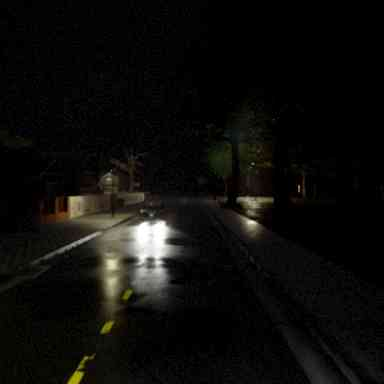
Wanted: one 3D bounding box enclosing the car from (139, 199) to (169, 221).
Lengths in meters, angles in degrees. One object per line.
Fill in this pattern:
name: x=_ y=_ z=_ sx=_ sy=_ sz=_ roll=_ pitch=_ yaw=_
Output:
car: x=-2.749 y=1.288 z=24.959 sx=2.128 sy=1.511 sz=4.902 roll=0 pitch=0 yaw=0
